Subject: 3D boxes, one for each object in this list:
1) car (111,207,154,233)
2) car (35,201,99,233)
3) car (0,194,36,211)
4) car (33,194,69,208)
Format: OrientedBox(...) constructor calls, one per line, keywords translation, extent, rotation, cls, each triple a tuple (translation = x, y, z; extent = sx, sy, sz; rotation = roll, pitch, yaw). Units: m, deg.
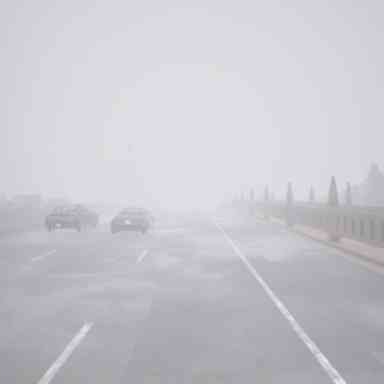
OrientedBox(translation=(-3.405, 1.577, 19.576), extent=(1.994, 1.385, 4.181), rotation=(0, 0, 0), cls="car")
OrientedBox(translation=(-6.904, 1.505, 19.606), extent=(2.128, 1.511, 4.902), rotation=(0, 0, 0), cls="car")
OrientedBox(translation=(-17.596, 1.241, 34.911), extent=(2.150, 2.045, 5.566), rotation=(0, 0, 0), cls="car")
OrientedBox(translation=(-14.094, 1.375, 34.482), extent=(2.097, 1.767, 4.553), rotation=(0, 0, 0), cls="car")
